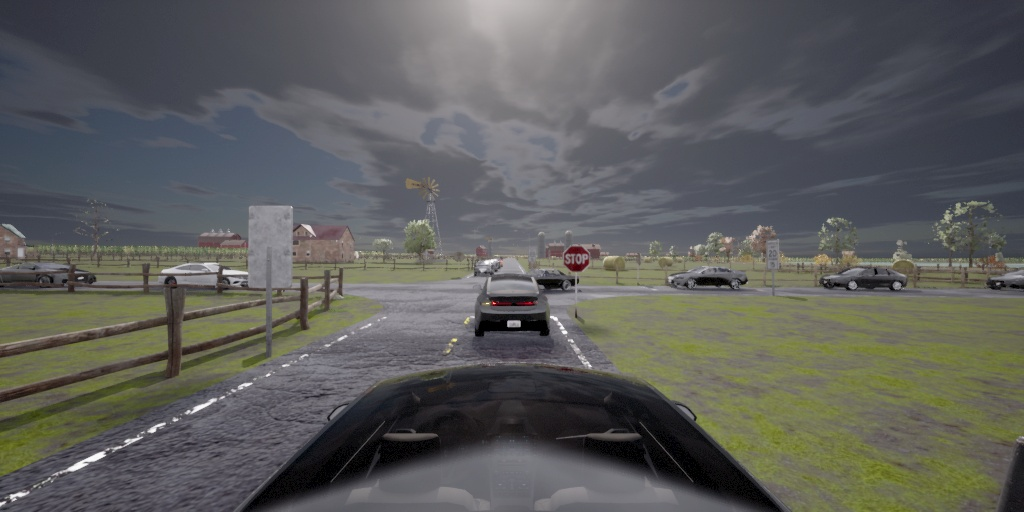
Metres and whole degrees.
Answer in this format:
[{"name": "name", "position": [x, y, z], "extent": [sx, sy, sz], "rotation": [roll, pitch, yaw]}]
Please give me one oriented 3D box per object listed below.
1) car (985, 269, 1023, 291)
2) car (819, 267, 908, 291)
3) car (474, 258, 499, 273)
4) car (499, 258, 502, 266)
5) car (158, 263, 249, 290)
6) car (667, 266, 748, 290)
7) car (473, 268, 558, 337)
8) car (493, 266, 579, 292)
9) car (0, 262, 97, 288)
[{"name": "car", "position": [34.803, 1.613, 23.929], "extent": [4.892, 1.490, 1.837], "rotation": [0, -1, -1]}, {"name": "car", "position": [23.203, 1.507, 23.796], "extent": [4.892, 1.490, 1.837], "rotation": [0, -1, -1]}, {"name": "car", "position": [-2.825, 1.241, 37.048], "extent": [2.128, 1.511, 4.902], "rotation": [0, 0, 0]}, {"name": "car", "position": [-2.809, 1.239, 46.494], "extent": [2.128, 1.511, 4.902], "rotation": [0, 0, 0]}, {"name": "car", "position": [-17.226, 1.102, 20.332], "extent": [4.674, 1.442, 1.812], "rotation": [1, -1, -1]}, {"name": "car", "position": [12.819, 1.395, 23.621], "extent": [4.902, 1.511, 2.128], "rotation": [1, -1, -2]}, {"name": "car", "position": [-0.065, 1.256, 10.359], "extent": [1.837, 1.490, 4.892], "rotation": [0, 0, -3]}, {"name": "car", "position": [1.517, 1.368, 20.403], "extent": [4.718, 1.301, 1.895], "rotation": [1, 0, -35]}, {"name": "car", "position": [-26.346, 1.047, 20.218], "extent": [4.181, 1.385, 1.994], "rotation": [1, -1, -1]}]
